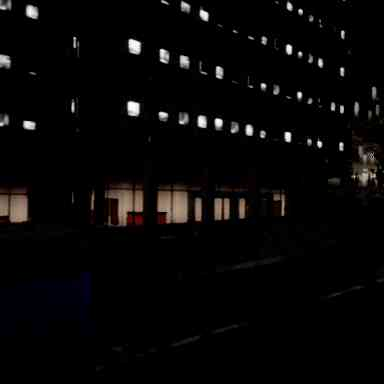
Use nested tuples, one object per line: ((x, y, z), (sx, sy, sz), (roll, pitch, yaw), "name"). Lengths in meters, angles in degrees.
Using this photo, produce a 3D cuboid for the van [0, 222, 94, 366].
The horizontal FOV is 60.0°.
((-3.296, 1.340, 4.188), (3.998, 1.788, 1.690), (0, 1, -35), "van")
